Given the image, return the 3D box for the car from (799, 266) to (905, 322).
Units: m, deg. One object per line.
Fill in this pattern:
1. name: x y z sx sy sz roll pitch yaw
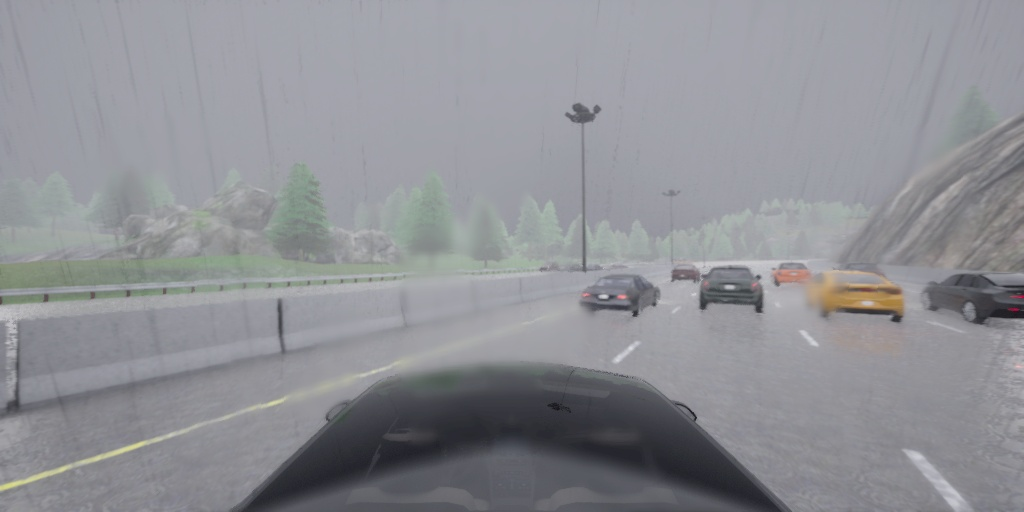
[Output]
1. car: 11.850 1.273 12.714 1.882 1.535 5.008 -1 -1 32

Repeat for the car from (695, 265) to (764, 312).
1. car: 9.182 1.193 15.048 2.097 1.767 4.553 -1 -1 32

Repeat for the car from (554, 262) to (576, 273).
1. car: 8.712 1.797 54.214 2.128 1.511 4.902 -1 -1 32

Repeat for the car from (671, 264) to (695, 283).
1. car: 15.146 1.467 31.184 1.882 1.535 5.008 -1 -1 32

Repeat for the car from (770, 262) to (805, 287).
1. car: 20.091 1.243 25.910 2.097 1.767 4.553 -1 -1 32

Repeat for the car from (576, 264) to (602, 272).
1. car: 11.678 1.811 52.368 2.033 1.411 5.357 -1 -1 32

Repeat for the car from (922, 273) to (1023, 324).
1. car: 15.142 1.261 11.373 1.837 1.490 4.892 -1 -1 32

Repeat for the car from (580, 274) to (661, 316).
1. car: 4.399 1.411 14.035 2.033 1.411 5.357 -1 -1 33

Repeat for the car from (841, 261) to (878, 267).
1. car: 23.070 1.200 24.074 2.097 1.767 4.553 -1 -1 32

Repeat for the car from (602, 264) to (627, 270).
1. car: 14.721 1.822 50.632 1.895 1.301 4.718 -1 -1 32

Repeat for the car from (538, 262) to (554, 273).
1. car: 5.958 1.704 56.402 2.097 1.767 4.553 -1 -1 32
